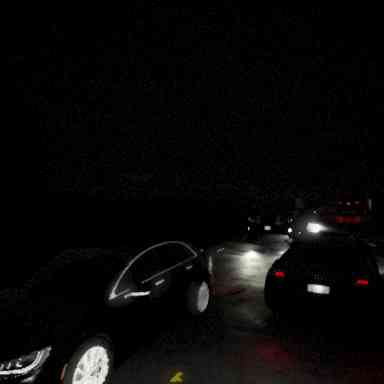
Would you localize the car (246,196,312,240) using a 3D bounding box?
[{"bbox_3d":[4.486,1.220,16.907,2.150,2.045,5.566,0,0,26],"label":"car"}]

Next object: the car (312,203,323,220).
[{"bbox_3d":[9.457,1.598,27.069,1.895,1.301,4.718,0,0,26],"label":"car"}]

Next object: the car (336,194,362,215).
[{"bbox_3d":[16.066,1.212,34.029,2.150,2.045,5.566,0,0,26],"label":"car"}]

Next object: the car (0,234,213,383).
[{"bbox_3d":[-1.219,1.510,5.210,1.837,1.490,4.892,0,0,26],"label":"car"}]

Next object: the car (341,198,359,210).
[{"bbox_3d":[20.730,1.541,43.684,2.033,1.411,5.357,0,0,26],"label":"car"}]

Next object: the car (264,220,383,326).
[{"bbox_3d":[2.951,1.557,7.254,1.994,1.385,4.181,0,0,26],"label":"car"}]
